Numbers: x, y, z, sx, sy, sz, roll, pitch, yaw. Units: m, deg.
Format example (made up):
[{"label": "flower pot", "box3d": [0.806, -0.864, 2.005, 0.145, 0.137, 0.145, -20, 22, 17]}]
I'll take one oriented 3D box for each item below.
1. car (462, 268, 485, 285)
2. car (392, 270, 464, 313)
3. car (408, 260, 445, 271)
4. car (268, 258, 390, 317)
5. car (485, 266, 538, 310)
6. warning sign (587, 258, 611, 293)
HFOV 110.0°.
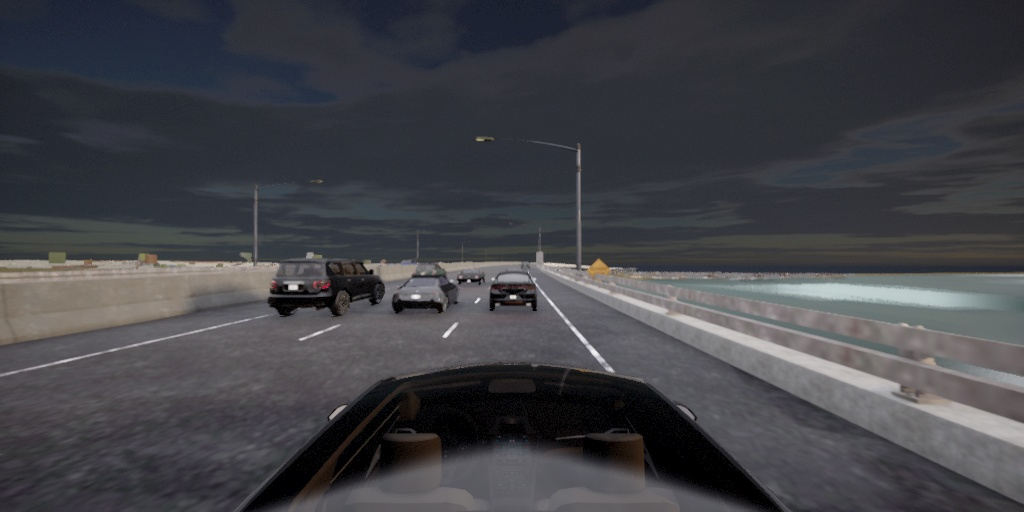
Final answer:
[{"label": "car", "box3d": [-3.260, 1.668, 29.672, 1.895, 1.301, 4.718, 0, -1, 1]}, {"label": "car", "box3d": [-3.433, 1.461, 14.923, 1.994, 1.385, 4.181, 0, -1, 1]}, {"label": "car", "box3d": [-6.754, 1.422, 29.903, 2.097, 1.767, 4.553, 0, -1, 1]}, {"label": "car", "box3d": [-6.947, 1.112, 14.115, 2.150, 2.045, 5.566, 0, 0, 1]}, {"label": "car", "box3d": [0.081, 1.382, 15.711, 1.882, 1.535, 5.008, 0, 0, 1]}, {"label": "warning sign", "box3d": [4.633, 1.057, 19.038, 1.300, 1.860, 1.060, 0, 0, 1]}]
